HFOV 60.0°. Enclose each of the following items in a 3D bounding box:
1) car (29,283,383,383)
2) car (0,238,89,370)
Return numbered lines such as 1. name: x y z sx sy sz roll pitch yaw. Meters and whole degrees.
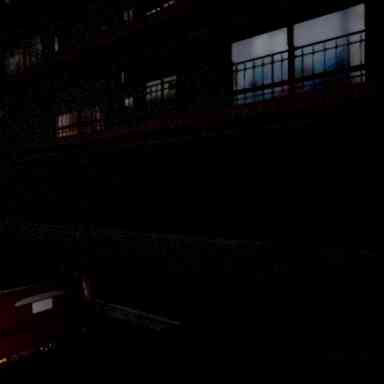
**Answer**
1. car: 1.125 1.546 2.075 4.507 1.381 1.887 0 0 35
2. car: -3.472 1.474 5.339 4.097 1.590 1.967 0 0 35
